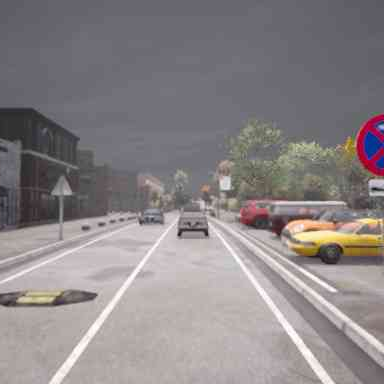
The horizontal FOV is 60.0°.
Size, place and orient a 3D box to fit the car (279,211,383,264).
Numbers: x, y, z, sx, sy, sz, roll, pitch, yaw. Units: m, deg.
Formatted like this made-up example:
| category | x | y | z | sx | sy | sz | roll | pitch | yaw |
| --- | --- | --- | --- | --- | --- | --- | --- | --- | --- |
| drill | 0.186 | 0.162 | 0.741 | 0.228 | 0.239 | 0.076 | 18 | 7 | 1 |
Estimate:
| category | x | y | z | sx | sy | sz | roll | pitch | yaw |
| --- | --- | --- | --- | --- | --- | --- | --- | --- | --- |
| car | 6.103 | 1.592 | 11.715 | 5.366 | 1.575 | 1.946 | 0 | -1 | 0 |

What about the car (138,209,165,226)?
| category | x | y | z | sx | sy | sz | roll | pitch | yaw |
| --- | --- | --- | --- | --- | --- | --- | --- | --- | --- |
| car | -3.418 | 2.154 | 28.915 | 1.994 | 1.385 | 4.181 | 0 | -2 | 0 |

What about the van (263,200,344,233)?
| category | x | y | z | sx | sy | sz | roll | pitch | yaw |
| --- | --- | --- | --- | --- | --- | --- | --- | --- | --- |
| van | 6.357 | 1.486 | 17.676 | 4.442 | 1.987 | 1.878 | 0 | -1 | 0 |

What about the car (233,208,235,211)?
| category | x | y | z | sx | sy | sz | roll | pitch | yaw |
| --- | --- | --- | --- | --- | --- | --- | --- | --- | --- |
| car | 6.153 | 1.952 | 26.774 | 5.008 | 1.535 | 2.097 | 0 | -2 | -1 |

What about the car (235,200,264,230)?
| category | x | y | z | sx | sy | sz | roll | pitch | yaw |
| --- | --- | --- | --- | --- | --- | --- | --- | --- | --- |
| car | 6.213 | 1.613 | 23.866 | 5.566 | 2.045 | 2.435 | 0 | -1 | -1 |

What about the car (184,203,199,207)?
| category | x | y | z | sx | sy | sz | roll | pitch | yaw |
| --- | --- | --- | --- | --- | --- | --- | --- | --- | --- |
| car | -0.022 | 2.367 | 41.347 | 2.150 | 2.045 | 5.566 | 0 | -3 | 0 |

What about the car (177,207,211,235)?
| category | x | y | z | sx | sy | sz | roll | pitch | yaw |
| --- | --- | --- | --- | --- | --- | --- | --- | --- | --- |
| car | 0.048 | 1.871 | 20.799 | 2.033 | 1.411 | 5.357 | 0 | -2 | 0 |

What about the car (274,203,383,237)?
| category | x | y | z | sx | sy | sz | roll | pitch | yaw |
| --- | --- | --- | --- | --- | --- | --- | --- | --- | --- |
| car | 6.296 | 1.520 | 14.636 | 4.553 | 1.767 | 2.185 | 0 | -1 | 0 |
